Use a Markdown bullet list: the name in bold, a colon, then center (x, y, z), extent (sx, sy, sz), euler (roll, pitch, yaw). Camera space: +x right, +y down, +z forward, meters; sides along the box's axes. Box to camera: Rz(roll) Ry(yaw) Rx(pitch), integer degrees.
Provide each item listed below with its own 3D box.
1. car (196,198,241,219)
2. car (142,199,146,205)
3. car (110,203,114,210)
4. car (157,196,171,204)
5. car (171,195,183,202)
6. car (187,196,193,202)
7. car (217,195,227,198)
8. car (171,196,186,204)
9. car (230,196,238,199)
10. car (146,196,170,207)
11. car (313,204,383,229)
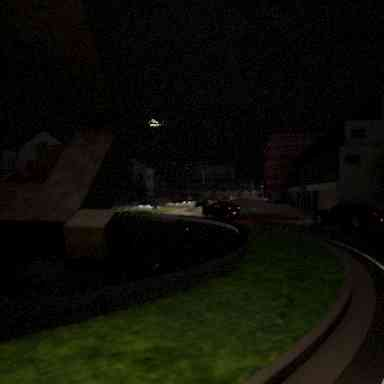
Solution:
- **car**: center (2.660, 1.621, 30.904), extent (2.128, 1.511, 4.902), euler (0, 0, -25)
- **car**: center (-8.340, 1.926, 65.070), extent (1.895, 1.301, 4.718), euler (0, 0, 10)
- **car**: center (-11.963, 1.590, 42.109), extent (2.097, 1.767, 4.553), euler (0, 0, 28)
- **car**: center (-6.450, 1.722, 76.069), extent (2.097, 1.767, 4.553), euler (0, 0, 10)
- **car**: center (-4.015, 1.772, 90.244), extent (2.097, 1.767, 4.553), euler (0, 0, 10)
- **car**: center (-0.607, 1.920, 89.404), extent (2.128, 1.511, 4.902), euler (0, 0, 10)
- **car**: center (8.027, 1.729, 92.423), extent (2.097, 1.767, 4.553), euler (0, 0, 10)
- **car**: center (-3.219, 1.886, 74.202), extent (2.033, 1.411, 5.357), euler (0, 0, 10)
- **car**: center (11.412, 1.833, 91.448), extent (1.882, 1.535, 5.008), euler (0, 0, 10)
- **car**: center (-5.938, 1.766, 59.010), extent (1.882, 1.535, 5.008), euler (0, 0, 11)
- **car**: center (10.469, 1.538, 22.445), extent (1.882, 1.535, 5.008), euler (0, 0, -25)
